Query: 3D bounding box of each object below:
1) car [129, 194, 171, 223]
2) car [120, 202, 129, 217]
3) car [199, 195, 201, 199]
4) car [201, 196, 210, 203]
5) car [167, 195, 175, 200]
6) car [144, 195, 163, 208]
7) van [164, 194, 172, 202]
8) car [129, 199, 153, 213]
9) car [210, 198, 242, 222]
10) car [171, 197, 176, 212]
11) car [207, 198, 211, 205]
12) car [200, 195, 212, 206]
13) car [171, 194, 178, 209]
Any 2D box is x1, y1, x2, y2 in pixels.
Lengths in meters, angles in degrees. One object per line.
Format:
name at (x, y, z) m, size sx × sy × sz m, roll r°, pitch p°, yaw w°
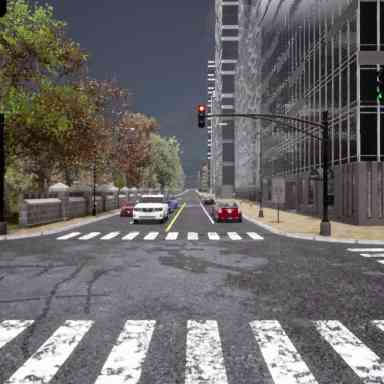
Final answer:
car at (-3.050, 1.223, 25.521) m, size 2.150 × 2.045 × 5.566 m, roll 0°, pitch 0°, yaw 0°
car at (-5.624, 1.547, 31.737) m, size 1.887 × 1.381 × 4.507 m, roll 0°, pitch 0°, yaw 0°
car at (2.817, 1.434, 60.128) m, size 1.967 × 1.590 × 4.097 m, roll 0°, pitch 0°, yaw 0°
car at (2.841, 1.506, 71.664) m, size 1.752 × 1.417 × 4.829 m, roll 0°, pitch 0°, yaw 0°
car at (-5.504, 1.531, 88.569) m, size 1.802 × 1.307 × 4.206 m, roll 0°, pitch 0°, yaw 0°
car at (-5.587, 1.316, 48.786) m, size 2.192 × 1.841 × 5.009 m, roll 0°, pitch 0°, yaw 0°
van at (-5.527, 1.313, 77.202) m, size 1.690 × 1.788 × 3.998 m, roll 0°, pitch 0°, yaw 0°
car at (-5.612, 1.553, 37.420) m, size 2.008 × 1.369 × 4.403 m, roll 0°, pitch 0°, yaw 0°
car at (2.746, 1.442, 26.042) m, size 1.967 × 1.590 × 4.097 m, roll 0°, pitch 0°, yaw 0°
car at (-3.024, 1.528, 35.675) m, size 1.812 × 1.442 × 4.674 m, roll 0°, pitch 0°, yaw 0°
car at (2.757, 1.568, 31.722) m, size 1.947 × 1.339 × 4.313 m, roll 0°, pitch 0°, yaw 0°
car at (2.805, 1.564, 54.447) m, size 1.947 × 1.339 × 4.313 m, roll 0°, pitch 0°, yaw 0°
car at (-2.994, 1.354, 45.885) m, size 2.097 × 1.767 × 4.553 m, roll 0°, pitch 0°, yaw 0°
